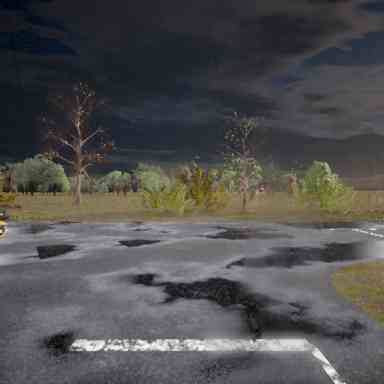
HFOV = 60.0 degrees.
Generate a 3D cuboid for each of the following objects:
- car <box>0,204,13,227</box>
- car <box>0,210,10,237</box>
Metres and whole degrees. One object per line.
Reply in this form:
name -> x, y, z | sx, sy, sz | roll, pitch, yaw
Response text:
car -> -14.806, 1.488, 21.455 | 5.357, 1.411, 2.033 | 0, 0, -2
car -> -10.860, 1.449, 14.572 | 5.008, 1.535, 1.882 | 0, 0, -2
